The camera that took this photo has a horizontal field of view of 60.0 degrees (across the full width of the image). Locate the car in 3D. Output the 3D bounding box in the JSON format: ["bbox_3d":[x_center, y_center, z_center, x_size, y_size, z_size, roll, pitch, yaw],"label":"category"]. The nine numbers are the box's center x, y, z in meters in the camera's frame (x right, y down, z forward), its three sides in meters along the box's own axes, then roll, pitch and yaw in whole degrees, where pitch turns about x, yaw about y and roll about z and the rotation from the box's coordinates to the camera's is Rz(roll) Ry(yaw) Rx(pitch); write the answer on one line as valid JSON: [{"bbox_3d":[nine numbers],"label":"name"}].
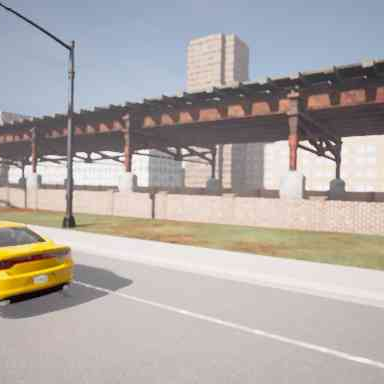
[{"bbox_3d":[-4.688,1.392,7.294,5.008,1.535,1.882,0,0,35],"label":"car"}]
